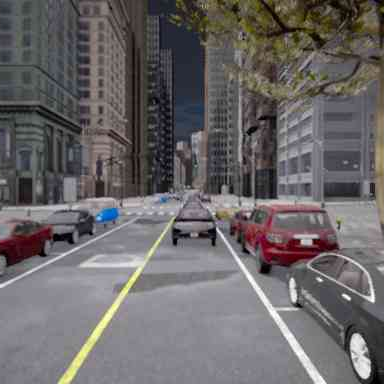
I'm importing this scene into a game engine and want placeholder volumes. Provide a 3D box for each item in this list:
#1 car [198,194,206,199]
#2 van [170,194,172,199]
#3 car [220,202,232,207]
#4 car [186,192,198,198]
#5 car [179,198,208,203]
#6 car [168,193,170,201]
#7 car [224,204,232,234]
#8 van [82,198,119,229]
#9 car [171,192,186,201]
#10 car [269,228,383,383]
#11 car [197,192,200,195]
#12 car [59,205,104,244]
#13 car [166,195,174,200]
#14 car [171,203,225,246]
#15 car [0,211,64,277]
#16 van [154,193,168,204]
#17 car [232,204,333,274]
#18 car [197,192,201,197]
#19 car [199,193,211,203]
[{"bbox_3d":[2.779,1.316,92.001,1.887,1.381,4.507,0,0,0],"label":"car"},{"bbox_3d":[-5.771,1.145,75.442,1.690,1.788,3.998,0,0,0],"label":"van"},{"bbox_3d":[2.769,1.445,26.451,1.752,1.417,4.829,0,0,0],"label":"car"},{"bbox_3d":[0.008,1.306,83.669,2.128,1.511,4.902,0,0,0],"label":"car"},{"bbox_3d":[0.101,1.475,29.849,1.994,1.385,4.181,0,0,0],"label":"car"},{"bbox_3d":[-5.773,1.371,64.393,1.887,1.381,4.507,0,0,0],"label":"car"},{"bbox_3d":[2.762,1.495,15.700,1.887,1.381,4.507,0,0,0],"label":"car"},{"bbox_3d":[-5.764,1.277,20.883,1.690,1.788,3.998,0,0,0],"label":"van"},{"bbox_3d":[-2.993,1.344,75.569,2.033,1.411,5.357,0,0,0],"label":"car"},{"bbox_3d":[2.761,1.534,5.122,2.008,1.369,4.403,0,0,0],"label":"car"},{"bbox_3d":[2.780,1.318,81.120,1.752,1.417,4.829,0,0,0],"label":"car"},{"bbox_3d":[-5.763,1.517,15.470,1.947,1.339,4.313,0,0,0],"label":"car"},{"bbox_3d":[-5.767,1.364,86.493,1.802,1.307,4.206,0,0,0],"label":"car"},{"bbox_3d":[0.095,1.440,15.111,2.128,1.511,4.902,0,0,0],"label":"car"},{"bbox_3d":[-5.764,1.512,10.057,1.887,1.381,4.507,0,0,0],"label":"car"},{"bbox_3d":[-5.775,1.179,58.867,1.690,1.788,3.998,0,0,0],"label":"van"},{"bbox_3d":[2.760,1.282,10.411,2.192,1.841,5.009,0,0,0],"label":"car"},{"bbox_3d":[2.781,1.349,75.424,1.887,1.381,4.507,0,0,0],"label":"car"},{"bbox_3d":[2.782,1.371,64.374,1.887,1.381,4.507,0,0,0],"label":"car"}]
